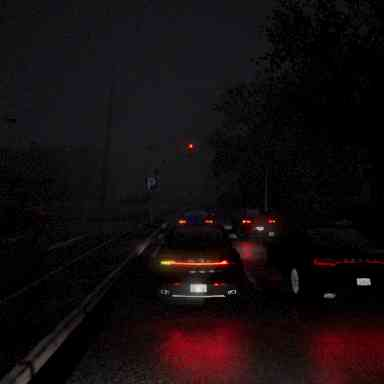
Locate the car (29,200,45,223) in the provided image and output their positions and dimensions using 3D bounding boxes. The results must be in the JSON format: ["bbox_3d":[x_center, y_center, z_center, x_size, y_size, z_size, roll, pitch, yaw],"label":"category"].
[{"bbox_3d":[-13.525,1.403,24.927,4.553,1.767,2.185,-1,0,-19],"label":"car"}]

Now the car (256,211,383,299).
[{"bbox_3d":[3.140,1.488,8.544,1.882,1.535,5.008,0,0,0],"label":"car"}]

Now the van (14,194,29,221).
[{"bbox_3d":[-13.513,1.296,21.950,4.442,1.987,1.878,-1,0,-19],"label":"van"}]

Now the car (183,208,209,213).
[{"bbox_3d":[0.216,1.550,17.630,1.812,1.442,4.674,0,0,1],"label":"car"}]

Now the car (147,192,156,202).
[{"bbox_3d":[-10.522,1.313,65.713,5.366,1.575,1.946,-1,0,-14],"label":"car"}]

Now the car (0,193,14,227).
[{"bbox_3d":[-13.642,1.267,18.914,5.566,2.045,2.435,-1,0,-19],"label":"car"}]

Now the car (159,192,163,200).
[{"bbox_3d":[-9.696,1.319,74.673,4.892,1.521,2.231,-1,0,-13],"label":"car"}]

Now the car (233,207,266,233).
[{"bbox_3d":[3.235,1.550,17.884,1.812,1.442,4.674,0,0,1],"label":"car"}]

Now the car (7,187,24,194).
[{"bbox_3d":[-27.939,0.135,53.664,2.002,1.452,4.674,6,-3,-19],"label":"car"}]

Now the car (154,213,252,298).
[{"bbox_3d":[0.139,1.515,8.506,1.837,1.490,4.892,0,0,0],"label":"car"}]

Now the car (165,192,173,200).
[{"bbox_3d":[-8.085,1.355,86.645,4.674,1.452,2.002,-1,0,-12],"label":"car"}]

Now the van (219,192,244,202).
[{"bbox_3d":[7.559,1.041,65.238,4.442,1.987,1.878,1,0,-14],"label":"van"}]

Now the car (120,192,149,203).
[{"bbox_3d":[-11.179,1.356,62.724,4.792,1.488,2.163,-1,0,-15],"label":"car"}]

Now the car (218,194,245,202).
[{"bbox_3d":[8.505,1.262,71.197,5.366,1.575,1.946,1,0,-13],"label":"car"}]

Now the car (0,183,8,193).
[{"bbox_3d":[-30.934,-0.427,53.738,2.435,2.045,5.566,6,-3,-19],"label":"car"}]

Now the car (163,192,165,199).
[{"bbox_3d":[-9.310,1.357,77.666,4.674,1.452,2.002,-1,0,-13],"label":"car"}]

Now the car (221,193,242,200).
[{"bbox_3d":[9.810,1.126,82.897,4.553,1.767,2.185,1,0,-12],"label":"car"}]

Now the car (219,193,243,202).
[{"bbox_3d":[7.956,1.139,68.206,4.553,1.767,2.185,1,0,-13],"label":"car"}]

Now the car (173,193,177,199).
[{"bbox_3d":[-7.621,1.062,89.649,5.566,2.045,2.435,-1,0,-12],"label":"car"}]

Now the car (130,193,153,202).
[{"bbox_3d":[-10.416,1.194,68.665,4.553,1.767,2.185,-1,0,-14],"label":"car"}]

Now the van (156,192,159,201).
[{"bbox_3d":[-9.937,1.091,71.703,4.442,1.987,1.878,-1,0,-14],"label":"van"}]
